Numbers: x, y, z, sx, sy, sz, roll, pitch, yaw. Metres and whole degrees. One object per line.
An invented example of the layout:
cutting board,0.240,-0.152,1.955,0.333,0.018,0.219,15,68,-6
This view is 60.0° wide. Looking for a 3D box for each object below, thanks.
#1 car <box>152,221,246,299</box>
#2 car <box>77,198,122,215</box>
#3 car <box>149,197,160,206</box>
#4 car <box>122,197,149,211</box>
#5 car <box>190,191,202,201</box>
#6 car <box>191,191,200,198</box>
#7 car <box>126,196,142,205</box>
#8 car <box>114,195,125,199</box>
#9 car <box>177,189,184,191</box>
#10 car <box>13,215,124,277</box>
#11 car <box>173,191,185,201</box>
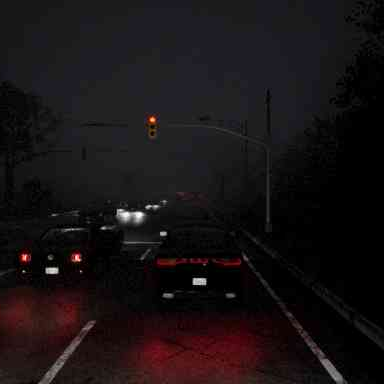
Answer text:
car,0.153,1.478,8.522,1.882,1.535,5.008,0,0,0
car,-6.890,1.477,24.646,1.882,1.535,5.008,0,0,1
car,-6.524,1.523,55.543,1.994,1.385,4.181,0,1,1
car,-6.715,1.601,39.976,1.895,1.301,4.718,0,0,1
car,0.792,0.738,66.938,2.150,2.045,5.566,0,3,1
car,0.815,0.561,77.603,1.895,1.301,4.718,0,3,1
car,-9.999,1.486,57.317,1.994,1.385,4.181,0,2,1
car,-10.147,1.354,45.672,2.097,1.767,4.553,0,0,1
car,-2.689,0.173,77.247,2.097,1.767,4.553,0,3,1
car,-3.373,1.601,10.199,1.895,1.301,4.718,0,0,-1
car,-2.808,1.070,66.869,2.033,1.411,5.357,0,3,1
